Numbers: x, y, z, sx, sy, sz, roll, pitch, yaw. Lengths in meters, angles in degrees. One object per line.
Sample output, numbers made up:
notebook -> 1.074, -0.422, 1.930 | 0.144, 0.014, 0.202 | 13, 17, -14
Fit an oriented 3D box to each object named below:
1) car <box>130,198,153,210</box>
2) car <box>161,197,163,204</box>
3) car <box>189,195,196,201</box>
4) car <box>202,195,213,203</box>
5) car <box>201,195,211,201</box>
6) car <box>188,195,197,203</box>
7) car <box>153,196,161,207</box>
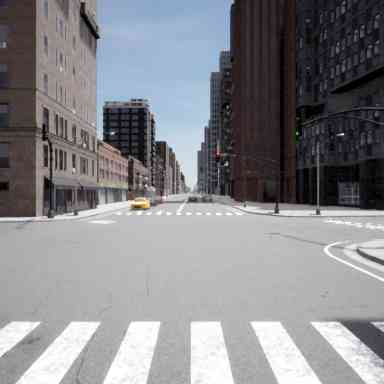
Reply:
car -> -6.531, 1.485, 42.203 | 1.882, 1.535, 5.008 | 0, 0, 0
car -> -6.463, 1.486, 62.167 | 1.882, 1.535, 5.008 | 0, 0, 0
car -> 0.130, 1.450, 81.397 | 1.882, 1.535, 5.008 | 0, 0, 0
car -> 3.363, 1.530, 70.973 | 2.128, 1.511, 4.902 | 0, 0, 0
car -> 3.379, 1.497, 81.393 | 2.128, 1.511, 4.902 | 0, 0, 0
car -> 0.113, 1.483, 70.978 | 1.882, 1.535, 5.008 | 0, 0, 0
car -> -6.505, 1.573, 51.954 | 1.994, 1.385, 4.181 | 0, 0, 1
